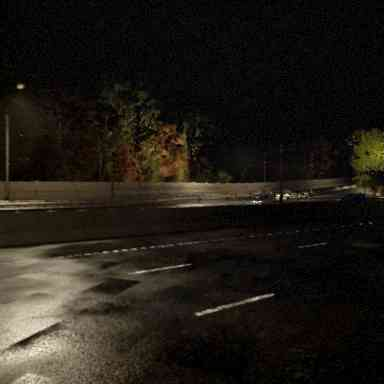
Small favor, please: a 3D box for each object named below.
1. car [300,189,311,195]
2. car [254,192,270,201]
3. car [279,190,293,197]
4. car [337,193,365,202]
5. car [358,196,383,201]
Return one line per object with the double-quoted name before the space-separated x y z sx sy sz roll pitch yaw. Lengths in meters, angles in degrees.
"car" 29.906 -0.105 87.568 2.033 1.411 5.357 0 2 35
"car" 12.924 0.842 61.441 2.128 1.511 4.902 0 1 31
"car" 21.136 0.361 74.693 2.097 1.767 4.553 0 1 32
"car" 25.052 1.196 51.982 5.566 2.045 2.150 0 0 -35
"car" 27.149 1.577 49.181 4.718 1.301 1.895 0 0 -35
